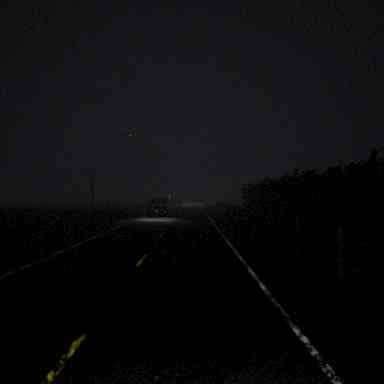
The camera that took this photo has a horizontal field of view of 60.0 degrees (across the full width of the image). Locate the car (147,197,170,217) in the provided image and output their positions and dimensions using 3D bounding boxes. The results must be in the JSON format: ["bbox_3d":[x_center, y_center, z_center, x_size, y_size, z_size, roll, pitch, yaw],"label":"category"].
[{"bbox_3d":[-3.599,1.610,36.430,2.150,2.045,5.566,0,-1,0],"label":"car"}]
